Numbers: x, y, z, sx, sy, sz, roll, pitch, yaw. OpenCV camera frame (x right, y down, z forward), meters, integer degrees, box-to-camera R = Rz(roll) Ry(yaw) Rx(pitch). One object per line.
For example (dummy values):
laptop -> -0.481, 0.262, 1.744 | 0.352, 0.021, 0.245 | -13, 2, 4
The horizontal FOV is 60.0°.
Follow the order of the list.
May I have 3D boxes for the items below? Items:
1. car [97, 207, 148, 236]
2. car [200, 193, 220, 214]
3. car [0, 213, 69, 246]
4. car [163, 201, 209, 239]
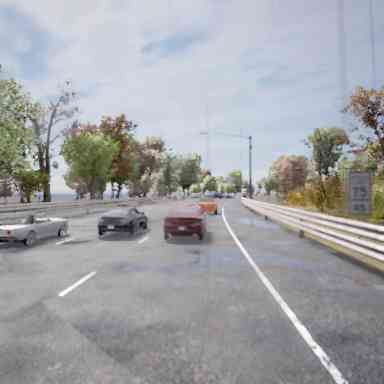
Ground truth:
car -> -3.687, 1.516, 18.185 | 1.812, 1.442, 4.674 | 0, 0, 5
car -> 1.626, 1.329, 35.114 | 2.097, 1.767, 4.553 | 0, 0, 5
car -> -7.444, 1.597, 15.132 | 1.895, 1.301, 4.718 | 0, 0, 4
car -> -0.254, 1.465, 17.236 | 1.882, 1.535, 5.008 | 0, 0, 5
